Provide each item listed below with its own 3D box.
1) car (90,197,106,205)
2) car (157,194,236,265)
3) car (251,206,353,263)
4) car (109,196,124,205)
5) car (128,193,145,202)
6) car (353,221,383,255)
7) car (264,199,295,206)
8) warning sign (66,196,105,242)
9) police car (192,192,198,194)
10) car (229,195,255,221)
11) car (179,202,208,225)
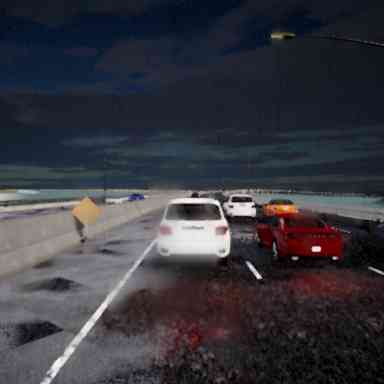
[{"bbox_3d":[-16.829,1.528,59.327,2.033,1.411,5.357,0,0,2],"label":"car"},{"bbox_3d":[0.077,1.225,11.784,2.150,2.045,5.566,0,0,1],"label":"car"},{"bbox_3d":[3.580,1.480,11.969,1.882,1.535,5.008,0,0,1],"label":"car"},{"bbox_3d":[-13.341,1.506,59.237,1.812,1.442,4.674,0,0,2],"label":"car"},{"bbox_3d":[-9.843,1.201,59.088,2.150,2.045,5.566,0,0,2],"label":"car"},{"bbox_3d":[7.060,1.550,10.627,2.033,1.411,5.357,0,0,1],"label":"car"},{"bbox_3d":[7.218,1.351,27.655,2.097,1.767,4.553,0,0,1],"label":"car"},{"bbox_3d":[-4.505,1.118,14.175,1.300,1.860,1.060,0,0,0],"label":"warning sign"},{"bbox_3d":[0.658,1.351,94.116,1.930,1.638,5.238,0,0,2],"label":"police car"},{"bbox_3d":[3.699,1.223,26.675,2.150,2.045,5.566,0,0,1],"label":"car"},{"bbox_3d":[0.176,1.548,25.641,2.033,1.411,5.357,0,0,1],"label":"car"}]
